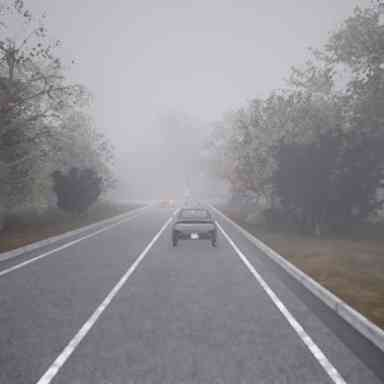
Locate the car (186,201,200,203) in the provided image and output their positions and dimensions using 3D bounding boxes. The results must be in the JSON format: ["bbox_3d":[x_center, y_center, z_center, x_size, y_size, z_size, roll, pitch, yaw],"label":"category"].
[{"bbox_3d":[0.094,1.571,33.442,1.895,1.301,4.718,0,0,0],"label":"car"}]

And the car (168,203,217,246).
[{"bbox_3d":[0.098,1.481,15.172,2.128,1.511,4.902,0,0,0],"label":"car"}]

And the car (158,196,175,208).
[{"bbox_3d":[-3.558,1.307,47.172,2.097,1.767,4.553,0,0,1],"label":"car"}]
